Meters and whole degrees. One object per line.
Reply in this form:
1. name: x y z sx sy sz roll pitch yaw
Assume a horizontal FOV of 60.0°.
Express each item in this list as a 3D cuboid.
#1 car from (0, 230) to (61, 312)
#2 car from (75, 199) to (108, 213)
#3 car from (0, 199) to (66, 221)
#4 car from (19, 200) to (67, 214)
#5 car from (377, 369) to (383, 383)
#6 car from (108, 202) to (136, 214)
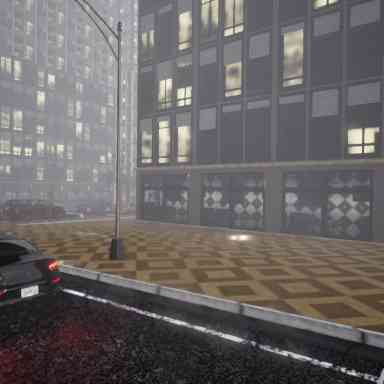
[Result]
1. car: -4.630 1.522 6.976 4.674 1.442 1.812 0 0 35
2. car: -12.112 1.709 41.138 1.837 1.490 4.892 1 0 36
3. car: -13.722 1.520 29.209 2.192 1.841 5.009 1 0 36
4. car: -17.226 1.643 38.582 1.752 1.417 4.829 1 0 36
5. car: 3.259 1.353 1.362 4.553 1.767 2.097 0 0 35
6. car: -6.930 1.830 38.425 1.752 1.417 4.829 1 0 36
